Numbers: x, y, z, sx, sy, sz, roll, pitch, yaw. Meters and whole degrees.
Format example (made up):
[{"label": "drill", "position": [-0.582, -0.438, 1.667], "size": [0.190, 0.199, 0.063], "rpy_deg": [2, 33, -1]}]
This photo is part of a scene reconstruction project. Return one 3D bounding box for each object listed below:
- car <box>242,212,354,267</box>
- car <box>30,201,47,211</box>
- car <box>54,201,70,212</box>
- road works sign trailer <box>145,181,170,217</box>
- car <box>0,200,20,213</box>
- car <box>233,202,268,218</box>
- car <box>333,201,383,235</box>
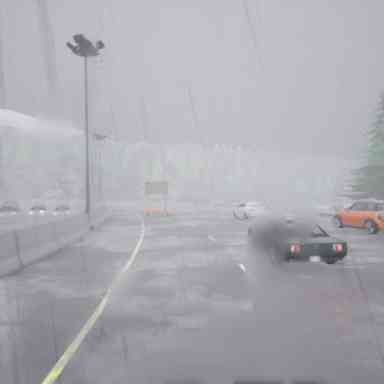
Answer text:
[{"label": "car", "position": [3.278, 1.596, 11.482], "size": [1.895, 1.301, 4.718], "rpy_deg": [-1, 0, -4]}, {"label": "car", "position": [-23.067, 2.074, 50.070], "size": [1.812, 1.442, 4.674], "rpy_deg": [-1, 0, -20]}, {"label": "car", "position": [-18.483, 1.995, 47.590], "size": [1.812, 1.442, 4.674], "rpy_deg": [-1, 0, -18]}, {"label": "road works sign trailer", "position": [-3.690, 0.657, 34.719], "size": [2.380, 3.560, 2.880], "rpy_deg": [-1, 0, -15]}, {"label": "car", "position": [-25.649, 1.929, 46.843], "size": [2.097, 1.767, 4.553], "rpy_deg": [-1, 0, -19]}, {"label": "car", "position": [4.826, 1.561, 27.830], "size": [1.812, 1.442, 4.674], "rpy_deg": [-1, 0, -10]}, {"label": "car", "position": [9.732, 1.275, 18.376], "size": [2.097, 1.767, 4.553], "rpy_deg": [-1, 0, -6]}]
